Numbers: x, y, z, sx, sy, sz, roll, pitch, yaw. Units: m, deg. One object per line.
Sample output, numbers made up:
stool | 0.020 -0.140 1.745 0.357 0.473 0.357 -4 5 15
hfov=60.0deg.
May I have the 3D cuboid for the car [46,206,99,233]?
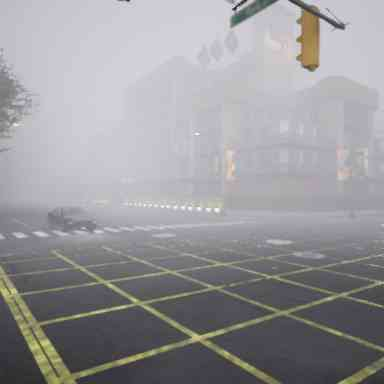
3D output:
car | -7.522 1.599 20.505 2.033 1.411 5.357 1 -1 -36
